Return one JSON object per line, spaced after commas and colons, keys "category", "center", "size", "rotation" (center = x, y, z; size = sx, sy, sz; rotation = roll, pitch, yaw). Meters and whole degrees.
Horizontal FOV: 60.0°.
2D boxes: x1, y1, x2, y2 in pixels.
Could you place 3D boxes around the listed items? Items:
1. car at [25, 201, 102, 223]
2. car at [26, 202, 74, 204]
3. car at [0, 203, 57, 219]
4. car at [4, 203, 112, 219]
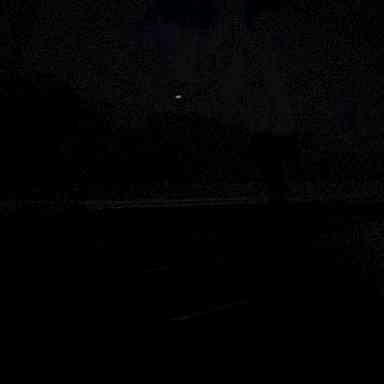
{"category": "car", "center": [-10.154, 1.523, 26.453], "size": [5.357, 1.411, 2.033], "rotation": [0, 0, -33]}
{"category": "car", "center": [-10.731, 1.494, 22.081], "size": [4.892, 1.490, 1.837], "rotation": [0, 0, -35]}
{"category": "car", "center": [-9.018, 1.554, 19.010], "size": [4.181, 1.385, 1.994], "rotation": [0, 0, -35]}
{"category": "car", "center": [-6.346, 1.493, 16.607], "size": [4.892, 1.490, 1.837], "rotation": [0, 0, -35]}
